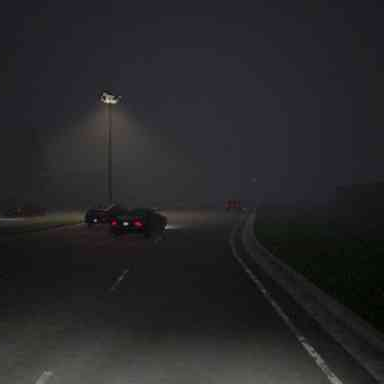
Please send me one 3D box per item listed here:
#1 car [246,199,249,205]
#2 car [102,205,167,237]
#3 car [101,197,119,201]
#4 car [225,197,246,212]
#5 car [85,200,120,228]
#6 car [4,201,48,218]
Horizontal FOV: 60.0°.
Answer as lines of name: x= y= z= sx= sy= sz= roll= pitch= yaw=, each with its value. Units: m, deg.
car: x=9.373 y=1.681 z=61.525 sx=1.994 sy=1.385 sz=4.181 roll=0 pitch=0 yaw=12
car: x=-2.812 y=1.598 z=18.530 sx=2.033 sy=1.411 sz=5.357 roll=0 pitch=0 yaw=9
car: x=-14.004 y=1.411 z=57.234 sx=1.812 sy=1.442 sz=4.674 roll=0 pitch=0 yaw=12
car: x=5.170 y=1.629 z=40.965 sx=2.033 sy=1.411 sz=5.357 roll=0 pitch=0 yaw=12
car: x=-5.555 y=1.559 z=22.905 sx=2.128 sy=1.511 sz=4.902 roll=0 pitch=0 yaw=9
car: x=-15.825 y=1.642 z=32.020 sx=1.812 sy=1.442 sz=4.674 roll=0 pitch=0 yaw=12
